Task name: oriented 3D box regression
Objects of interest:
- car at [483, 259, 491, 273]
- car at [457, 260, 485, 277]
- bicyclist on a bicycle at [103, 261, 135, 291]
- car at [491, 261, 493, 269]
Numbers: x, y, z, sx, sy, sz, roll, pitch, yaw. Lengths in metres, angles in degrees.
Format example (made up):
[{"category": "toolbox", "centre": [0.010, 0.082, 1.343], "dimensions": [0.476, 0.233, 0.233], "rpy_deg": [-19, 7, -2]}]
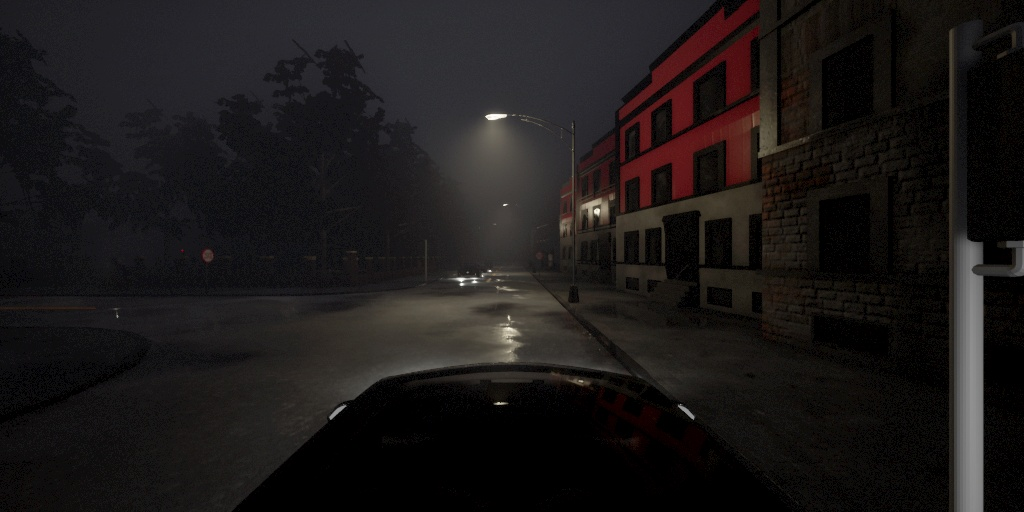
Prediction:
[{"category": "car", "centre": [-4.016, 1.297, 43.948], "dimensions": [2.033, 1.411, 5.357], "rpy_deg": [0, 0, 0]}, {"category": "car", "centre": [-4.035, 1.314, 34.656], "dimensions": [1.994, 1.385, 4.181], "rpy_deg": [0, 0, 0]}, {"category": "bicyclist on a bicycle", "centre": [-21.814, 1.099, 19.934], "dimensions": [0.582, 1.620, 1.656], "rpy_deg": [0, 0, 0]}, {"category": "car", "centre": [-3.969, 1.228, 54.359], "dimensions": [1.882, 1.535, 5.008], "rpy_deg": [0, 0, 0]}]
